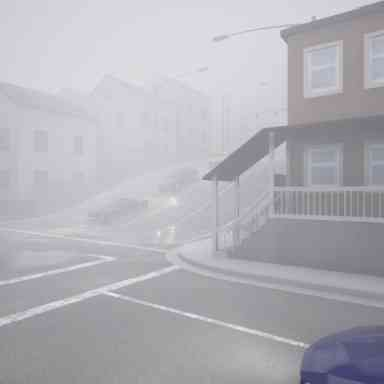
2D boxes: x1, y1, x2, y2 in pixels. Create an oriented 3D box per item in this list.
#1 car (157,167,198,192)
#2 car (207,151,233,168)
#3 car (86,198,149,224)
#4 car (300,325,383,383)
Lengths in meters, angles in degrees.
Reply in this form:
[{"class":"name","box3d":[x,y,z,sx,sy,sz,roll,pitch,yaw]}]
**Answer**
[{"class":"car","box3d":[-1.275,-1.268,30.157,1.837,1.490,4.892,0,20,34]},{"class":"car","box3d":[3.515,-3.731,37.090,1.882,1.535,5.008,0,13,35]},{"class":"car","box3d":[-5.361,1.256,24.187,1.895,1.301,4.718,0,12,34]},{"class":"car","box3d":[2.981,1.526,1.838,4.674,1.442,1.812,0,0,36]}]
